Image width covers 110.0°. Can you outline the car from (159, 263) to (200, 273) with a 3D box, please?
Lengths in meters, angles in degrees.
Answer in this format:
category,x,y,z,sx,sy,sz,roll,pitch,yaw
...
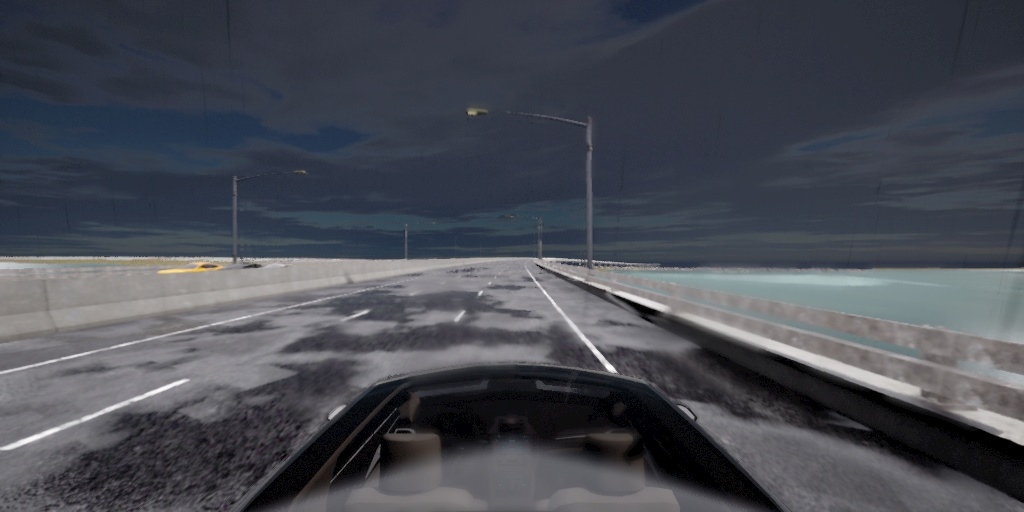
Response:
category,x,y,z,sx,sy,sz,roll,pitch,yaw
car,-24.396,1.258,27.752,1.882,1.535,5.008,0,0,1

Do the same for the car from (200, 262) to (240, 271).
category,x,y,z,sx,sy,sz,roll,pitch,yaw
car,-20.896,1.285,27.737,1.837,1.490,4.892,0,0,1

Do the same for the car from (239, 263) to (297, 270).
category,x,y,z,sx,sy,sz,roll,pitch,yaw
car,-17.413,1.299,26.682,1.812,1.442,4.674,0,0,1
